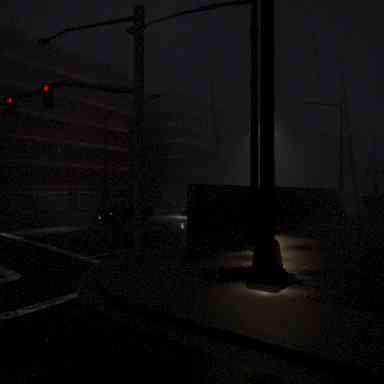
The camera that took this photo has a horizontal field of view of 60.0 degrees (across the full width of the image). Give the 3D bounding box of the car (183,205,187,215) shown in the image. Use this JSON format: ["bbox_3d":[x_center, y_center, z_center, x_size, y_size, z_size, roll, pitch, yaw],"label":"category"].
[{"bbox_3d":[1.002,1.505,33.226,1.837,1.490,4.892,0,0,35],"label":"car"}]

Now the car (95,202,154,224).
[{"bbox_3d":[-4.927,1.491,24.787,2.128,1.511,4.902,0,0,35],"label":"car"}]
